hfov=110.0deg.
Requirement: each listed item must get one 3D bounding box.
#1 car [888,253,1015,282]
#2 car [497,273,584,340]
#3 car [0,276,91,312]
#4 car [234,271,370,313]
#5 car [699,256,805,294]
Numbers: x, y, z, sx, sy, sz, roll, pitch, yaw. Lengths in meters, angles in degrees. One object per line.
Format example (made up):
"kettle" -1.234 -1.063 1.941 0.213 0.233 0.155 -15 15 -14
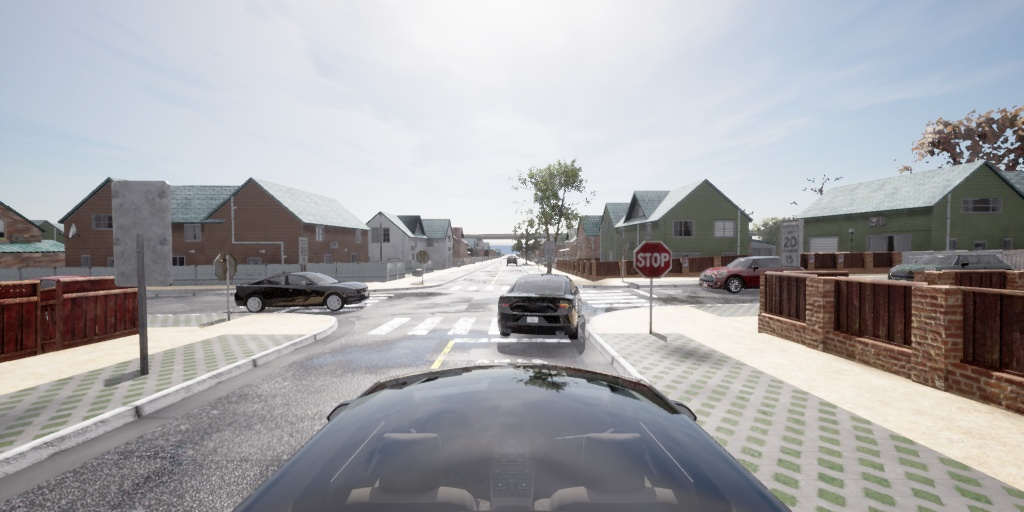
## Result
"car" 21.703 0.646 17.838 4.553 1.767 2.097 -1 2 0
"car" 0.959 1.224 10.158 1.882 1.535 5.008 0 0 12
"car" -18.020 1.547 14.623 5.008 1.535 1.882 -1 2 0
"car" -8.467 1.377 14.685 5.008 1.535 1.882 -1 2 0
"car" 11.808 0.820 17.767 4.553 1.767 2.097 -1 2 0
